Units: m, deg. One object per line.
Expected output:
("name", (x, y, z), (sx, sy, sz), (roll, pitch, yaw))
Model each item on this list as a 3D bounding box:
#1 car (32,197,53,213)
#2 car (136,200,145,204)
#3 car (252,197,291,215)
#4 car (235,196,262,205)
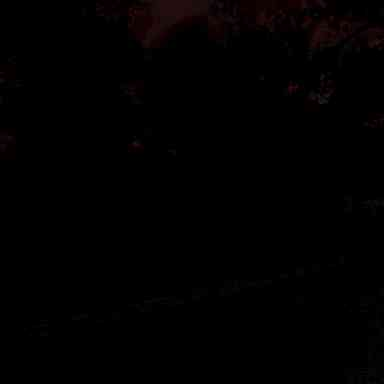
("car", (-24.503, 1.798, 53.515), (2.435, 2.045, 5.566), (-1, 1, -36))
("car", (-10.824, 1.855, 63.306), (2.163, 1.488, 4.792), (-1, 1, -36))
("car", (8.050, 1.633, 35.092), (1.882, 1.535, 5.008), (3, -3, -34))
("car", (10.630, 1.605, 62.546), (2.097, 1.535, 5.008), (-1, 0, -36))
